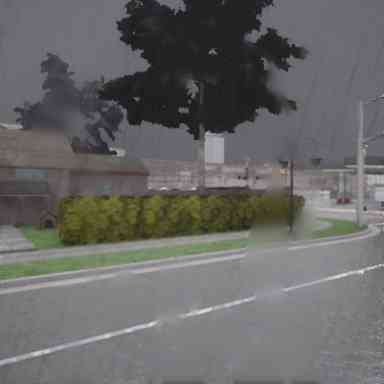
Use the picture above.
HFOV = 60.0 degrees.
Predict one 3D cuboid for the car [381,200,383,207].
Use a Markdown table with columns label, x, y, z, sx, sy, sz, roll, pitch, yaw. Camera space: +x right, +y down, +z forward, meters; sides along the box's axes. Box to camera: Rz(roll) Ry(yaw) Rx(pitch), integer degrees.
| label | x | y | z | sx | sy | sz | roll | pitch | yaw |
| --- | --- | --- | --- | --- | --- | --- | --- | --- | --- |
| car | 31.353 | 1.473 | 50.588 | 2.242 | 1.667 | 4.611 | 0 | 0 | -35 |
